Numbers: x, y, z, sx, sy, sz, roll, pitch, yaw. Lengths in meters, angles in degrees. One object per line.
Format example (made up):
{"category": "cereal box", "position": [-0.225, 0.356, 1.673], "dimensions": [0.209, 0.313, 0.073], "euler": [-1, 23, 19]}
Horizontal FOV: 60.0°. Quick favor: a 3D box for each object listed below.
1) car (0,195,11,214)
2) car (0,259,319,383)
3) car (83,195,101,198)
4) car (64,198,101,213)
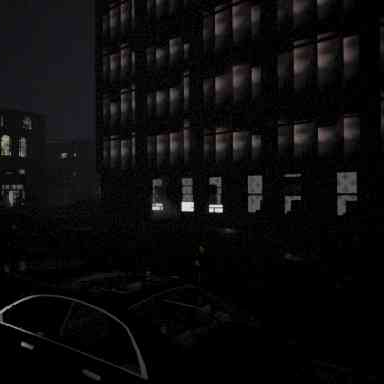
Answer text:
{"category": "car", "position": [-21.699, 1.315, 34.205], "dimensions": [2.150, 2.045, 5.566], "euler": [0, -1, 36]}
{"category": "car", "position": [-0.982, 1.551, 3.579], "dimensions": [4.403, 1.369, 2.008], "euler": [0, 0, 35]}
{"category": "car", "position": [-13.570, 1.383, 45.229], "dimensions": [2.150, 2.045, 5.566], "euler": [0, -1, 36]}
{"category": "car", "position": [-12.191, 1.683, 37.295], "dimensions": [1.802, 1.307, 4.206], "euler": [-1, -1, 36]}
